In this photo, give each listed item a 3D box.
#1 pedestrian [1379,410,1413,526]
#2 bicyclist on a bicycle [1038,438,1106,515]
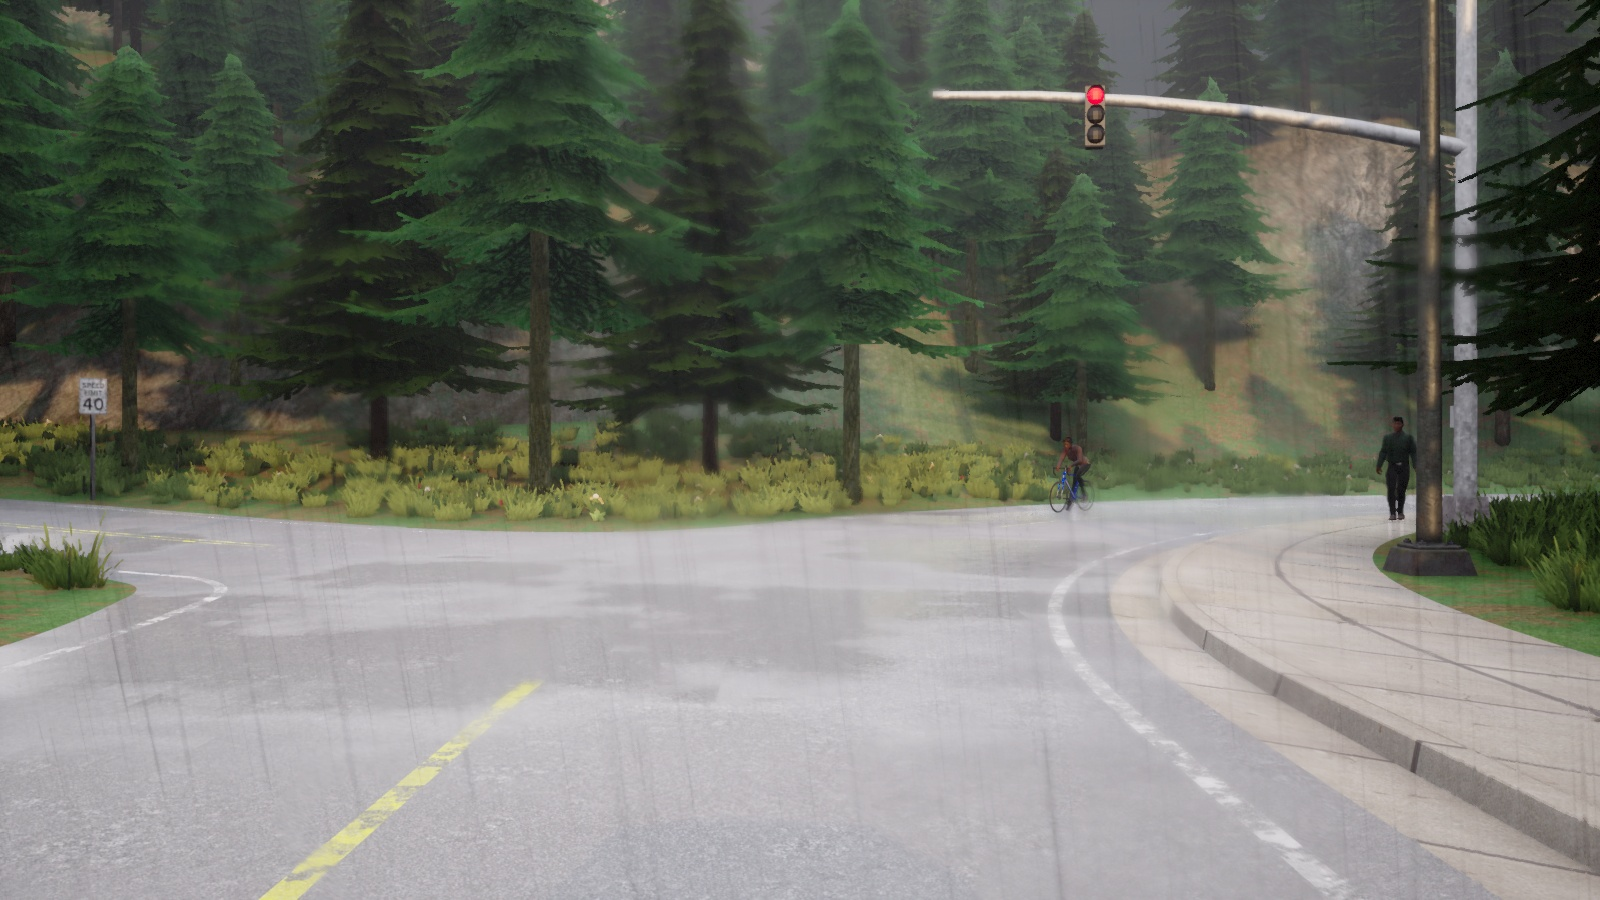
[{"bbox_3d":[10.178,0.296,21.431,0.423,1.949,0.788,0,0,33],"label":"pedestrian"},{"bbox_3d":[5.883,0.551,27.127,1.656,1.620,0.582,-1,1,-42],"label":"bicyclist on a bicycle"}]
